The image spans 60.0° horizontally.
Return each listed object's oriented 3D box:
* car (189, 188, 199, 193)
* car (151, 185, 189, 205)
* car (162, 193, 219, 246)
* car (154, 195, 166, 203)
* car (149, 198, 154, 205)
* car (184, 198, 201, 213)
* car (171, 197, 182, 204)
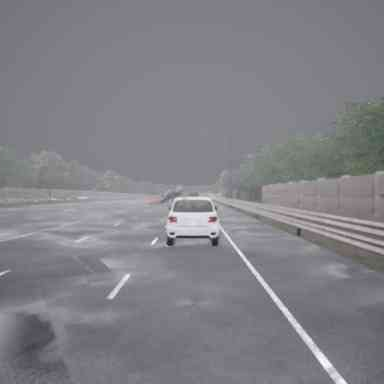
[{"bbox_3d":[0.387,0.832,66.310,2.150,2.045,5.566,-1,-18,1],"label":"car"},{"bbox_3d":[-3.845,0.315,59.186,5.357,1.411,2.033,-30,37,-14],"label":"car"},{"bbox_3d":[0.037,1.236,15.588,2.150,2.045,5.566,0,0,0],"label":"car"},{"bbox_3d":[-6.768,1.482,71.324,2.097,1.767,4.553,0,0,1],"label":"car"},{"bbox_3d":[-6.837,1.552,62.571,2.097,1.767,4.553,0,0,0],"label":"car"},{"bbox_3d":[0.102,1.561,39.319,1.882,1.535,5.008,0,0,0],"label":"car"},{"bbox_3d":[-3.266,1.721,71.362,2.033,1.411,5.357,0,0,1],"label":"car"}]
